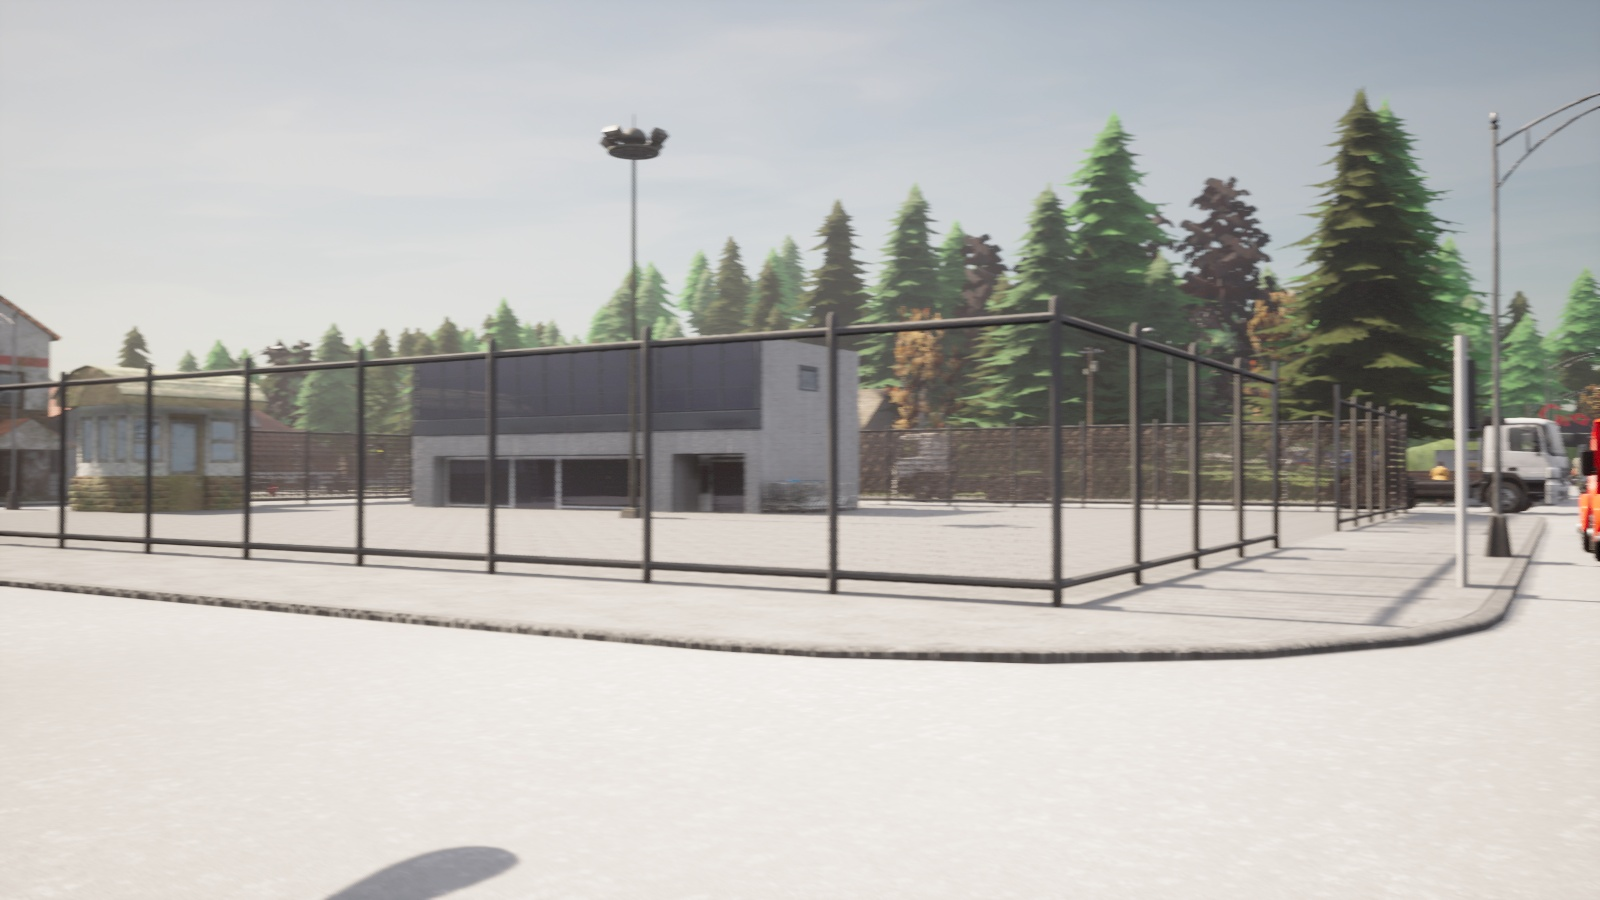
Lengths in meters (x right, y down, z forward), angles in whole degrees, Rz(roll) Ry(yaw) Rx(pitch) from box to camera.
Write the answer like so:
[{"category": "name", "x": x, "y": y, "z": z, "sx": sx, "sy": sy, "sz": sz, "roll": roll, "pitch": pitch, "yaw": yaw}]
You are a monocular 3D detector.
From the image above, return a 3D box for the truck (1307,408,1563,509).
[{"category": "truck", "x": 23.250, "y": 0.367, "z": 46.256, "sx": 7.936, "sy": 3.462, "sz": 2.891, "roll": -1, "pitch": -1, "yaw": 38}]

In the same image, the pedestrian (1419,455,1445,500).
[{"category": "pedestrian", "x": 26.236, "y": 1.131, "z": 52.138, "sx": 0.874, "sy": 1.855, "sz": 0.900, "roll": -1, "pitch": -1, "yaw": 32}]

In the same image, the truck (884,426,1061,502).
[{"category": "truck", "x": 8.251, "y": 0.729, "z": 60.607, "sx": 7.936, "sy": 3.462, "sz": 2.891, "roll": -1, "pitch": -1, "yaw": 31}]

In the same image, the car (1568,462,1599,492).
[{"category": "car", "x": 44.150, "y": 1.478, "z": 70.212, "sx": 2.033, "sy": 1.649, "sz": 4.856, "roll": -1, "pitch": -1, "yaw": 31}]

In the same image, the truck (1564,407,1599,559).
[{"category": "truck", "x": 15.033, "y": 0.548, "z": 22.123, "sx": 2.627, "sy": 2.467, "sz": 5.204, "roll": -1, "pitch": -1, "yaw": 32}]
